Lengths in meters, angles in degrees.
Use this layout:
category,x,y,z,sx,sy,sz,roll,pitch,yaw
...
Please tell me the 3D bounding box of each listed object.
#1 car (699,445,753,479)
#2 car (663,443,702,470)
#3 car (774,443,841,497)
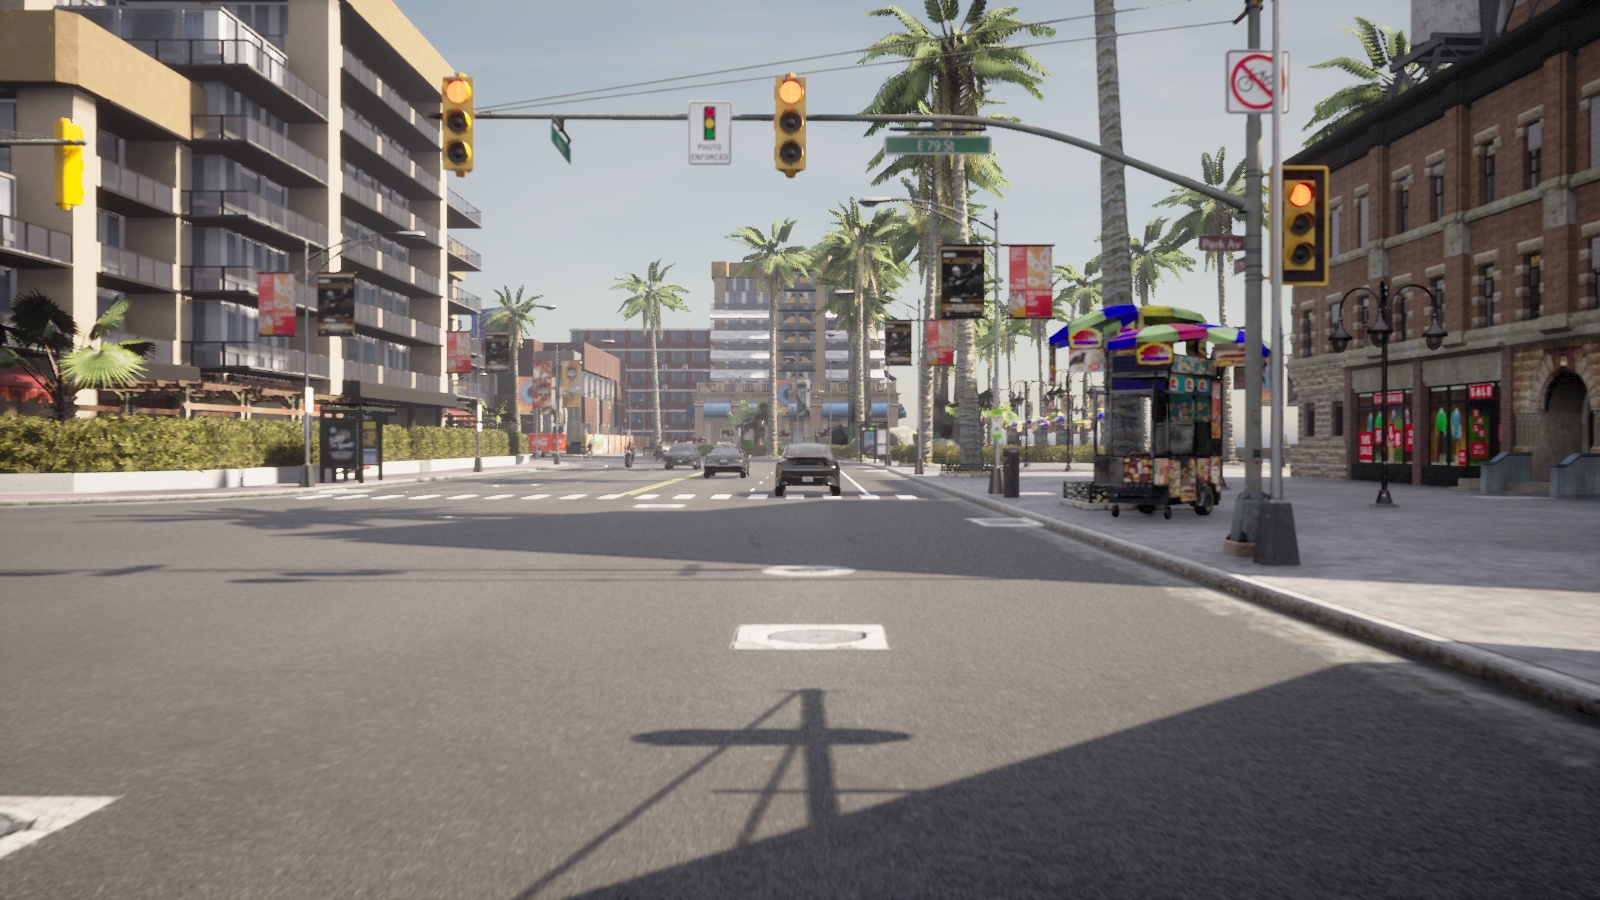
category,x,y,z,sx,sy,sz,roll,pitch,yaw
car,-3.174,0.482,54.967,2.033,1.411,5.357,0,0,0
car,-6.609,0.346,70.930,1.837,1.490,4.892,0,0,-1
car,0.225,0.542,37.094,1.837,1.490,4.892,0,0,0
